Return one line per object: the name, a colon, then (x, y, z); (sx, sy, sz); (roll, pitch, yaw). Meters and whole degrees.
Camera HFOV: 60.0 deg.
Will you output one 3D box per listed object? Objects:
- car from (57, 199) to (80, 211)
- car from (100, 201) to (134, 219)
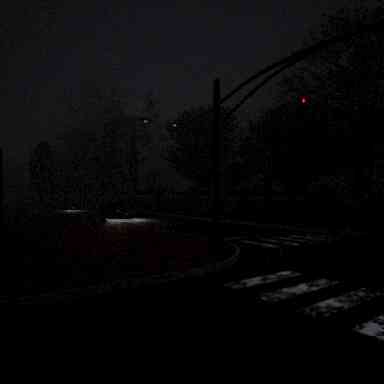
car: (-16.294, 1.628, 43.741); (2.033, 1.411, 5.357); (0, 0, -34)
car: (-6.817, 1.576, 29.864); (1.812, 1.442, 4.674); (0, 0, -34)
